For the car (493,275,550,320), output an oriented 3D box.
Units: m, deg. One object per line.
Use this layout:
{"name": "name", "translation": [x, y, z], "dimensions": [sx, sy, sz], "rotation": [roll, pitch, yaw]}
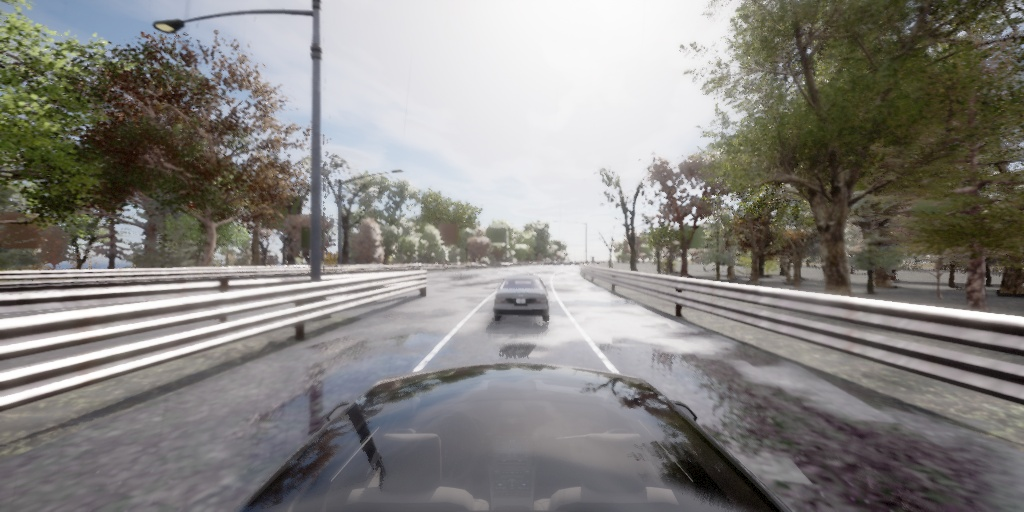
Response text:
{"name": "car", "translation": [0.387, 1.392, 13.060], "dimensions": [2.033, 1.411, 5.357], "rotation": [0, 0, 3]}
